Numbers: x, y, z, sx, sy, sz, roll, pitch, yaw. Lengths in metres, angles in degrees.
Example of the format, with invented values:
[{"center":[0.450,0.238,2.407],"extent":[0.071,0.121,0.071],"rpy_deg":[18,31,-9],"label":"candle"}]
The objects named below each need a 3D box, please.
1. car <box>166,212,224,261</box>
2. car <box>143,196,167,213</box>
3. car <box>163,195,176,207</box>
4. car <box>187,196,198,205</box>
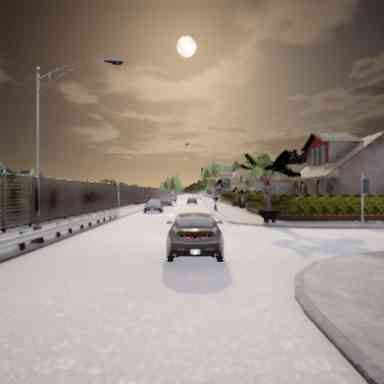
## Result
[{"center":[0.098,1.497,12.243],"extent":[1.837,1.490,4.892],"rpy_deg":[0,0,0],"label":"car"},{"center":[-4.090,1.497,36.210],"extent":[1.812,1.442,4.674],"rpy_deg":[0,0,0],"label":"car"},{"center":[-4.064,1.311,50.482],"extent":[2.097,1.767,4.553],"rpy_deg":[0,0,0],"label":"car"},{"center":[0.011,1.478,59.649],"extent":[1.812,1.442,4.674],"rpy_deg":[0,0,0],"label":"car"}]
